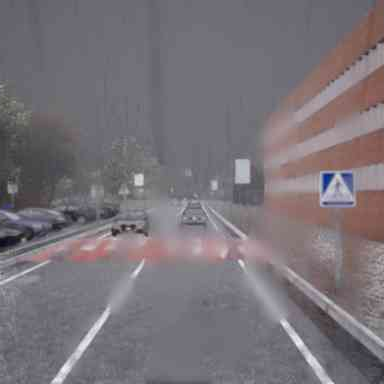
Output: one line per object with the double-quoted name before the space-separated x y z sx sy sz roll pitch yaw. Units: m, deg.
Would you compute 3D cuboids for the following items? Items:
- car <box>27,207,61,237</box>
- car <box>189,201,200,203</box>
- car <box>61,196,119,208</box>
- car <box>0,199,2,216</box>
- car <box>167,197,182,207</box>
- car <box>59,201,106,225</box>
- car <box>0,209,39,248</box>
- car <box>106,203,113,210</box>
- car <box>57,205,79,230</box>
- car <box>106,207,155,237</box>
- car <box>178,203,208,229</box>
"car" -9.432 1.629 16.655 4.674 1.452 2.002 0 0 0
"car" 0.279 1.861 41.754 2.128 1.511 4.902 0 0 1
"car" -9.460 1.441 30.786 5.566 2.045 2.435 0 0 0
"car" -22.010 1.574 33.475 4.553 1.767 2.185 0 -1 0
"car" -2.912 1.980 60.929 2.128 1.511 4.902 0 0 1
"car" -9.459 1.654 25.131 5.008 1.535 2.097 0 0 0
"car" -9.388 1.596 13.829 4.792 1.488 2.163 0 0 0
"car" -9.474 1.713 27.959 4.674 1.452 2.002 0 0 0
"car" -9.438 1.651 19.481 4.674 1.452 2.002 0 0 0
"car" -3.310 1.743 19.254 1.994 1.385 4.181 0 -1 0
"car" 0.158 1.767 23.542 2.033 1.411 5.357 0 -1 0
